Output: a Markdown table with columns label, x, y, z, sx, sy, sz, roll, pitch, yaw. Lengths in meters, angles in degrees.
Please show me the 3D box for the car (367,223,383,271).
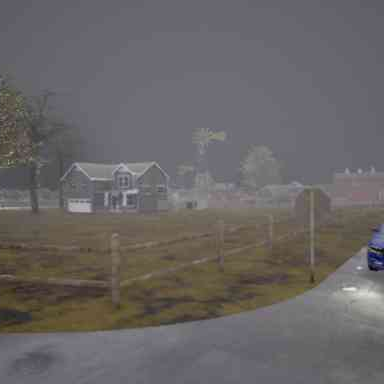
| label | x | y | z | sx | sy | sz | roll | pitch | yaw |
| --- | --- | --- | --- | --- | --- | --- | --- | --- | --- |
| car | 6.827 | 1.504 | 10.356 | 1.882 | 1.535 | 5.008 | 0 | 0 | 37 |
